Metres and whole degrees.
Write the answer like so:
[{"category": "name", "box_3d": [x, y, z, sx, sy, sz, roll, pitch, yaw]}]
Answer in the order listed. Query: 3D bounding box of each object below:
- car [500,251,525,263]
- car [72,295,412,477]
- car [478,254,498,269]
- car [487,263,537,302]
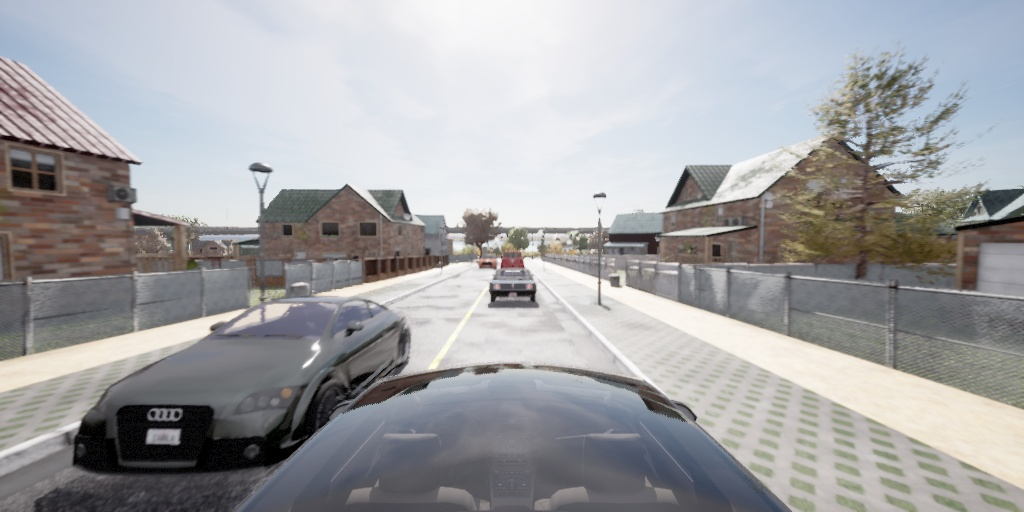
[{"category": "car", "box_3d": [0.067, 0.542, 34.394, 2.150, 2.045, 5.566, 0, 1, 0]}, {"category": "car", "box_3d": [-2.836, 1.270, 4.928, 1.994, 1.385, 4.181, 0, 1, 1]}, {"category": "car", "box_3d": [-2.845, 0.564, 43.168, 2.097, 1.767, 4.553, 0, 1, 0]}, {"category": "car", "box_3d": [0.053, 1.160, 15.752, 1.895, 1.301, 4.718, 0, 1, 0]}]
